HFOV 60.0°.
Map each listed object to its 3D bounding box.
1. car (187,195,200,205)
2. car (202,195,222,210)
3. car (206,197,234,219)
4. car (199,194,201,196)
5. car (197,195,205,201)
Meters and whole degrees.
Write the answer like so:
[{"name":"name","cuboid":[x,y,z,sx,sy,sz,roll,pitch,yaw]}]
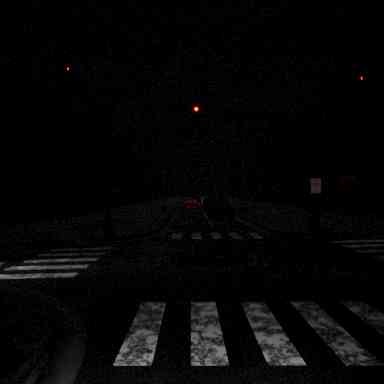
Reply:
[{"name":"car","cuboid":[0.020,1.715,60.149,1.895,1.301,4.718,0,0,0]},{"name":"car","cuboid":[2.577,1.356,35.097,2.192,1.841,5.009,-1,0,0]},{"name":"car","cuboid":[2.586,1.470,29.695,1.967,1.590,4.097,-1,0,0]},{"name":"car","cuboid":[2.889,1.498,67.866,2.097,1.767,4.553,0,0,0]},{"name":"car","cuboid":[2.491,1.702,94.523,1.967,1.590,4.097,-1,0,0]}]
